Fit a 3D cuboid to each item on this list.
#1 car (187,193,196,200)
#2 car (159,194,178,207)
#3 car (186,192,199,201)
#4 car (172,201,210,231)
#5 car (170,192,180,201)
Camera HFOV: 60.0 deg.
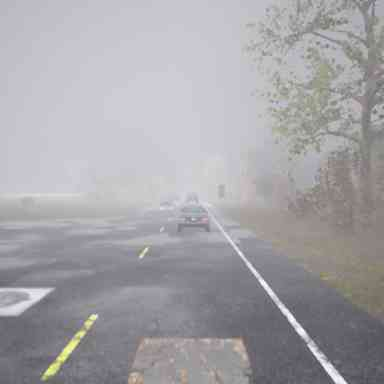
[{"bbox_3d":[-0.051,1.079,80.200,2.097,1.767,4.553,0,0,0],"label":"car"},{"bbox_3d":[-3.600,1.405,48.478,2.033,1.411,5.357,0,0,0],"label":"car"},{"bbox_3d":[0.062,1.036,59.319,2.150,2.045,5.566,0,0,0],"label":"car"},{"bbox_3d":[0.089,1.492,20.166,2.033,1.411,5.357,0,0,0],"label":"car"},{"bbox_3d":[-3.547,1.010,65.607,2.150,2.045,5.566,0,1,0],"label":"car"}]
